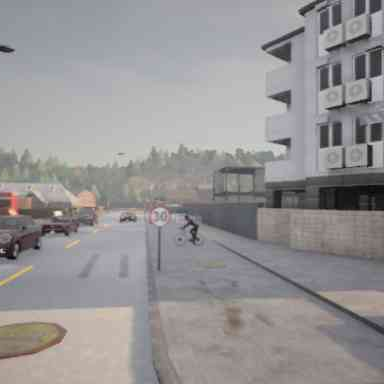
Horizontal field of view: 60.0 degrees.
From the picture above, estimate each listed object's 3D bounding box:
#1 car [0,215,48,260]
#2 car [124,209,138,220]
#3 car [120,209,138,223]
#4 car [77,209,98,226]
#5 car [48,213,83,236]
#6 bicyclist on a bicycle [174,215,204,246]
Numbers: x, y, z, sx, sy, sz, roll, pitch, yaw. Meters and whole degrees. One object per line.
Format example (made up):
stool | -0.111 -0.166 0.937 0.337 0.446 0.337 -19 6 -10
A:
car | -8.137 1.812 14.371 2.097 1.767 4.553 1 -2 -8
car | -9.352 3.394 51.189 1.882 1.535 5.008 1 -2 -8
car | -7.850 3.140 41.170 1.895 1.301 4.718 1 -2 -8
car | -11.040 2.571 34.444 2.097 1.767 4.553 1 -2 -8
car | -9.586 2.436 24.293 1.895 1.301 4.718 1 -2 -8
bicyclist on a bicycle | -0.145 2.070 17.742 1.656 1.620 0.582 1 -2 -8
